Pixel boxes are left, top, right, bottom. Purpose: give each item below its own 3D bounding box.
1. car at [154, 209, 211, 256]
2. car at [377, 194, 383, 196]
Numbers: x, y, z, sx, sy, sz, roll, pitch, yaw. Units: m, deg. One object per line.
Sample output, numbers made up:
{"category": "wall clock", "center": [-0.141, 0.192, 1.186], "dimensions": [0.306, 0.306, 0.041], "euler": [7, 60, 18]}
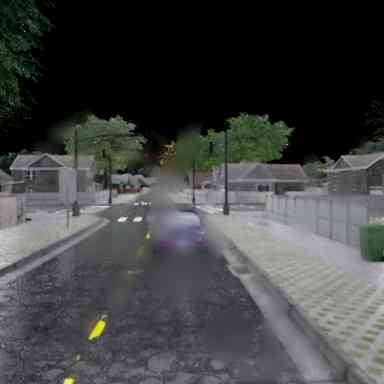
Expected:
{"category": "car", "center": [-0.383, 1.341, 12.175], "dimensions": [1.812, 1.442, 4.674], "euler": [0, 1, -3]}
{"category": "car", "center": [21.720, 0.858, 37.827], "dimensions": [4.181, 1.385, 1.994], "euler": [-1, 1, -6]}
